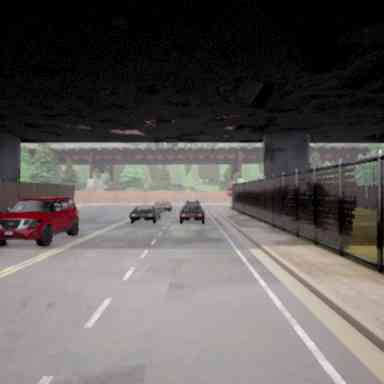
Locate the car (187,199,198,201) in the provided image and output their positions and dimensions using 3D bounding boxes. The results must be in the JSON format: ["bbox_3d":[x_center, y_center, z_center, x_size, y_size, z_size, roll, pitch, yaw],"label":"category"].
[{"bbox_3d":[0.066,1.564,39.685,2.128,1.511,4.902,0,0,0],"label":"car"}]

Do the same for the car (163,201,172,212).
[{"bbox_3d":[-3.432,1.674,40.053,1.895,1.301,4.718,0,0,0],"label":"car"}]

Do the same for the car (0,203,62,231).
[{"bbox_3d":[-10.550,1.546,22.163,1.837,1.490,4.892,0,0,1],"label":"car"}]

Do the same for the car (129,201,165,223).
[{"bbox_3d":[-3.476,1.648,25.566,1.895,1.301,4.718,0,0,0],"label":"car"}]

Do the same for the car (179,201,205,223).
[{"bbox_3d":[0.028,1.648,25.669,1.895,1.301,4.718,0,0,0],"label":"car"}]

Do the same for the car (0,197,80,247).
[{"bbox_3d":[-7.073,1.252,15.634,2.150,2.045,5.566,0,0,0],"label":"car"}]
